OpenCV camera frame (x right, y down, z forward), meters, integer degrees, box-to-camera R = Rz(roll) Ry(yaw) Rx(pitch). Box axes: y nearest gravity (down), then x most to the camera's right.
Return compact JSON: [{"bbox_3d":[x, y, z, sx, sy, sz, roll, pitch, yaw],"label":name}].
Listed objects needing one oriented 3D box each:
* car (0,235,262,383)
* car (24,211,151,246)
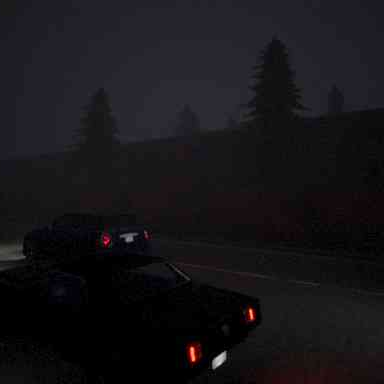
[{"bbox_3d":[-1.483,1.626,5.095,4.718,1.301,1.895,0,0,36],"label":"car"},{"bbox_3d":[-3.549,1.406,10.918,4.553,1.767,2.097,0,0,36],"label":"car"}]
